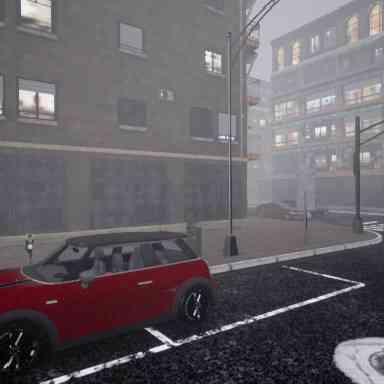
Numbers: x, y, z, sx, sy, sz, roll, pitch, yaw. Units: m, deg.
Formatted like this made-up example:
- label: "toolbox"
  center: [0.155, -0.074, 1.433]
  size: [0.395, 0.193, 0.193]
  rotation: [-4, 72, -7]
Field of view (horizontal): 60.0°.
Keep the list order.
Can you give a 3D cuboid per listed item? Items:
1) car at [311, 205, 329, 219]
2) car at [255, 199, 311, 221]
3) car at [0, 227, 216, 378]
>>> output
- label: "car"
  center: [8.920, 1.348, 27.746]
  size: [1.882, 1.535, 5.008]
  rotation: [-1, 1, -35]
- label: "car"
  center: [6.835, 1.473, 26.225]
  size: [1.802, 1.307, 4.206]
  rotation: [0, 0, -35]
- label: "car"
  center: [-1.645, 1.440, 5.446]
  size: [4.097, 1.590, 1.967]
  rotation: [0, 0, -35]
